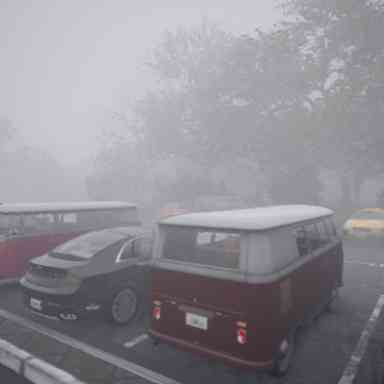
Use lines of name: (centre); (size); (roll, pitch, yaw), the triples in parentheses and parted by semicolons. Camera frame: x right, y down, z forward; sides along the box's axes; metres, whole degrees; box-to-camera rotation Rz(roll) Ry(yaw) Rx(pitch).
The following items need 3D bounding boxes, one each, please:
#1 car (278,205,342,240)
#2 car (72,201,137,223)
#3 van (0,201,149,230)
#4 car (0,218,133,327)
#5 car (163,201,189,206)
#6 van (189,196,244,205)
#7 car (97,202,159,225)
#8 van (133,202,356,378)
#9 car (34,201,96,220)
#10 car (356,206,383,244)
car: (6.472, 1.524, 17.896); (2.002, 1.452, 4.674); (0, 0, 35)
car: (-7.126, 1.563, 27.604); (2.097, 1.535, 5.008); (-1, 0, 36)
van: (-3.396, 1.266, 8.726); (1.878, 1.987, 4.442); (0, 0, 35)
car: (-1.047, 1.484, 7.189); (2.231, 1.521, 4.892); (0, 0, 35)
car: (-0.347, 1.387, 22.720); (2.185, 1.767, 4.553); (0, 0, 35)
van: (2.002, 1.275, 21.226); (1.878, 1.987, 4.442); (0, 0, 36)
car: (-4.860, 1.584, 25.982); (2.002, 1.452, 4.674); (0, 0, 36)
van: (1.306, 1.248, 5.663); (1.878, 1.987, 4.442); (0, 0, 35)
car: (-11.663, 1.614, 30.833); (2.097, 1.535, 5.008); (-1, 0, 36)
car: (8.634, 1.472, 16.131); (1.946, 1.575, 5.366); (0, 0, 35)
